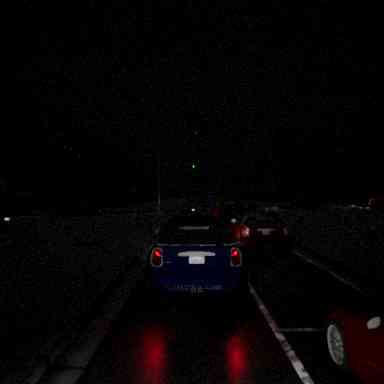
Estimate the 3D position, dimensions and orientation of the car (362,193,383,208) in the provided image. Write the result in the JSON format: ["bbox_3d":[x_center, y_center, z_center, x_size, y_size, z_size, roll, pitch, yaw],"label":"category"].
[{"bbox_3d":[22.542,0.862,39.167,4.553,1.767,2.097,-1,1,0],"label":"car"}]

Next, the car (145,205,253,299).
[{"bbox_3d":[0.058,1.374,8.697,2.097,1.767,4.553,0,0,-1],"label":"car"}]

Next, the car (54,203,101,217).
[{"bbox_3d":[-12.444,1.918,36.219,4.902,1.511,2.128,-2,1,1],"label":"car"}]

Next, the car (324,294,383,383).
[{"bbox_3d":[2.630,1.589,2.864,1.802,1.307,4.206,-1,0,0],"label":"car"}]

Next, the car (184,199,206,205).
[{"bbox_3d":[0.115,1.669,34.032,1.994,1.385,4.181,0,0,0],"label":"car"}]

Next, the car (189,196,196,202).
[{"bbox_3d":[0.046,1.900,91.366,1.812,1.442,4.674,0,0,0],"label":"car"}]

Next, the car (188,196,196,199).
[{"bbox_3d":[0.040,1.842,80.966,2.128,1.511,4.902,0,0,0],"label":"car"}]

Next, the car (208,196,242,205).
[{"bbox_3d":[2.637,1.385,24.475,2.192,1.841,5.009,-1,0,0],"label":"car"}]

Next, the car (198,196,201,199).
[{"bbox_3d":[2.652,1.508,56.242,2.192,1.841,5.009,-1,0,0],"label":"car"}]

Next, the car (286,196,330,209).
[{"bbox_3d":[13.590,1.231,39.169,4.892,1.490,1.837,-1,1,0],"label":"car"}]

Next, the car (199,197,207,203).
[{"bbox_3d":[2.668,1.874,83.273,1.887,1.381,4.507,-1,0,0],"label":"car"}]

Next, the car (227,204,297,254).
[{"bbox_3d":[2.634,1.476,13.670,1.967,1.590,4.097,-1,0,0],"label":"car"}]

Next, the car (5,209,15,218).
[{"bbox_3d":[-21.937,2.184,36.209,5.008,1.535,1.882,-2,1,0],"label":"car"}]

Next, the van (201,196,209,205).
[{"bbox_3d":[2.650,1.510,50.836,1.690,1.788,3.998,-1,0,0],"label":"van"}]

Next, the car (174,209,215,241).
[{"bbox_3d":[0.106,1.650,17.879,1.895,1.301,4.718,0,0,0],"label":"car"}]
